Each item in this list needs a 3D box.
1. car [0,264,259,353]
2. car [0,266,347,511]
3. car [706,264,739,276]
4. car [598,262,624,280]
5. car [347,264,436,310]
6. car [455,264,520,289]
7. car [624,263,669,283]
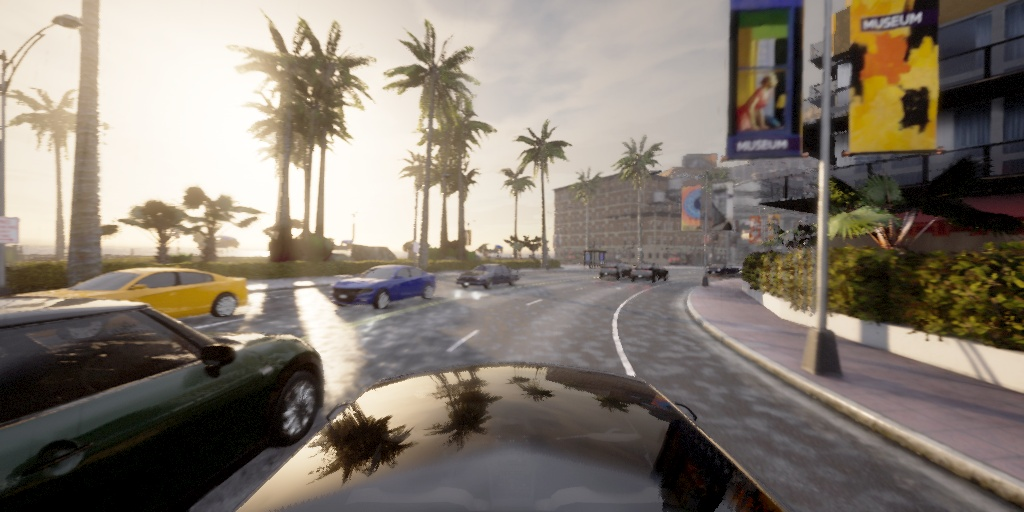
[{"bbox_3d":[-9.622,1.046,9.360,1.882,1.535,5.008,1,0,11],"label":"car"},{"bbox_3d":[-3.230,1.047,2.328,2.097,1.767,4.553,1,0,1],"label":"car"},{"bbox_3d":[24.681,1.620,42.010,4.718,1.301,1.895,1,0,-36],"label":"car"},{"bbox_3d":[9.475,1.295,32.259,2.128,1.511,4.902,1,0,38],"label":"car"},{"bbox_3d":[-4.915,1.107,14.421,1.882,1.535,5.008,1,0,18],"label":"car"},{"bbox_3d":[-1.316,1.208,22.556,2.033,1.411,5.357,1,0,28],"label":"car"},{"bbox_3d":[11.160,1.334,28.893,2.128,1.511,4.902,1,0,38],"label":"car"}]
